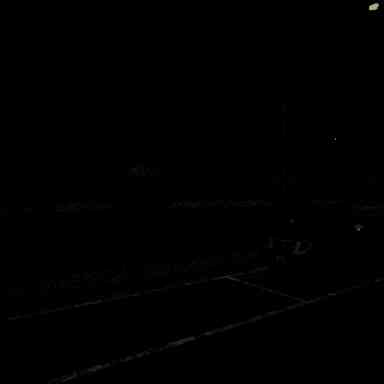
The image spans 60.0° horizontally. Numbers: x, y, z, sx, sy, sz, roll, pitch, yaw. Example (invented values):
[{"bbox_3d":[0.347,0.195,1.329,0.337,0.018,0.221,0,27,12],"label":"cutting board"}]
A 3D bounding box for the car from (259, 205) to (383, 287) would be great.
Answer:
[{"bbox_3d":[4.189,1.313,9.519,5.009,1.841,2.192,0,0,-35],"label":"car"}]
